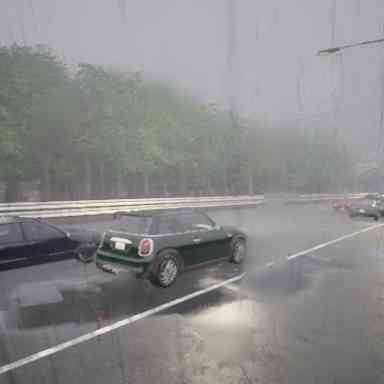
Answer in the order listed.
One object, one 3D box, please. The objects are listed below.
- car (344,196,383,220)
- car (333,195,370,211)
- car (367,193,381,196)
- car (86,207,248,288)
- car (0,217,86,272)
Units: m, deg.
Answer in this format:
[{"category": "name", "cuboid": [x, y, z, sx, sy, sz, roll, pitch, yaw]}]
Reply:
[{"category": "car", "cuboid": [13.367, 1.285, 24.995, 1.994, 1.385, 4.181, 1, 1, 42]}, {"category": "car", "cuboid": [15.403, 1.227, 32.225, 1.895, 1.301, 4.718, 1, 1, 43]}, {"category": "car", "cuboid": [27.083, 0.932, 49.107, 4.892, 1.490, 1.837, 0, 0, -44]}, {"category": "car", "cuboid": [-0.289, 1.238, 9.289, 2.097, 1.767, 4.553, 1, 1, 40]}, {"category": "car", "cuboid": [-4.829, 1.415, 9.174, 2.033, 1.411, 5.357, 1, 1, 40]}]
